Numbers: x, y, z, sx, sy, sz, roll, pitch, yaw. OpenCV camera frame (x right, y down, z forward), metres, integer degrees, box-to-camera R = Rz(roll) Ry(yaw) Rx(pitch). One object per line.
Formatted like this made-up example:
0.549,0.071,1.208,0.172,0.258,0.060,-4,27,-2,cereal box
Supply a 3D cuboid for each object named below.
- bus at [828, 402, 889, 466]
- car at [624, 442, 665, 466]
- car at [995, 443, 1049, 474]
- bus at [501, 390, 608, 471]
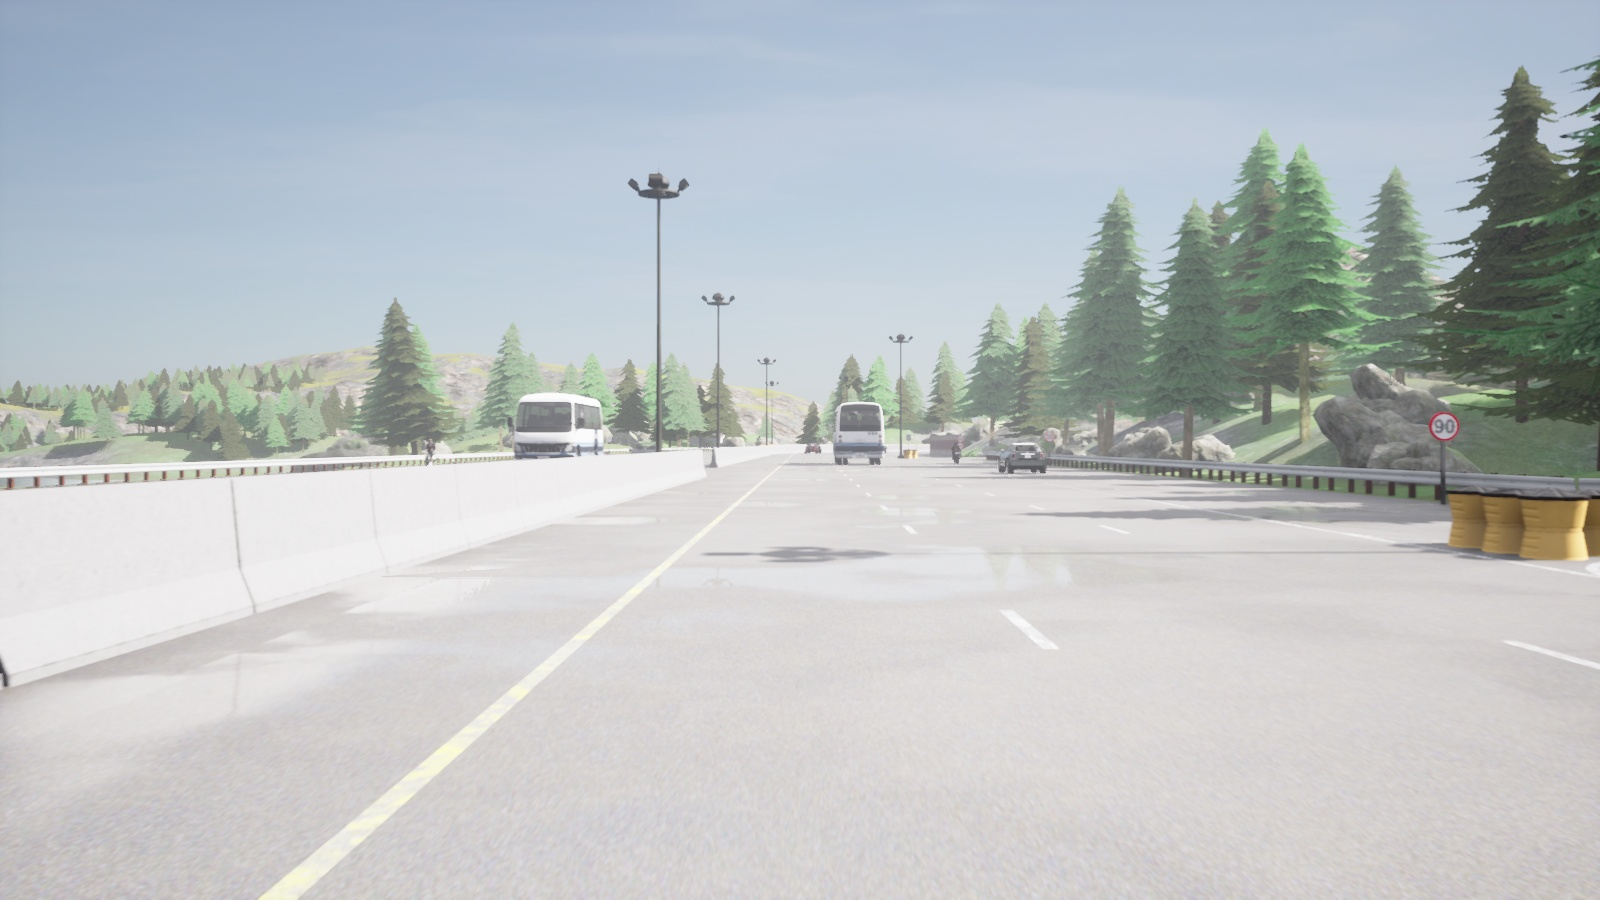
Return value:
4.030,-1.129,89.062,3.944,4.253,10.273,0,1,0,bus
-10.017,0.228,81.178,2.007,1.525,4.514,0,0,0,car
10.871,0.372,61.744,1.970,1.475,3.806,0,0,0,car
-13.578,-1.039,70.573,3.944,4.253,10.273,0,0,0,bus
